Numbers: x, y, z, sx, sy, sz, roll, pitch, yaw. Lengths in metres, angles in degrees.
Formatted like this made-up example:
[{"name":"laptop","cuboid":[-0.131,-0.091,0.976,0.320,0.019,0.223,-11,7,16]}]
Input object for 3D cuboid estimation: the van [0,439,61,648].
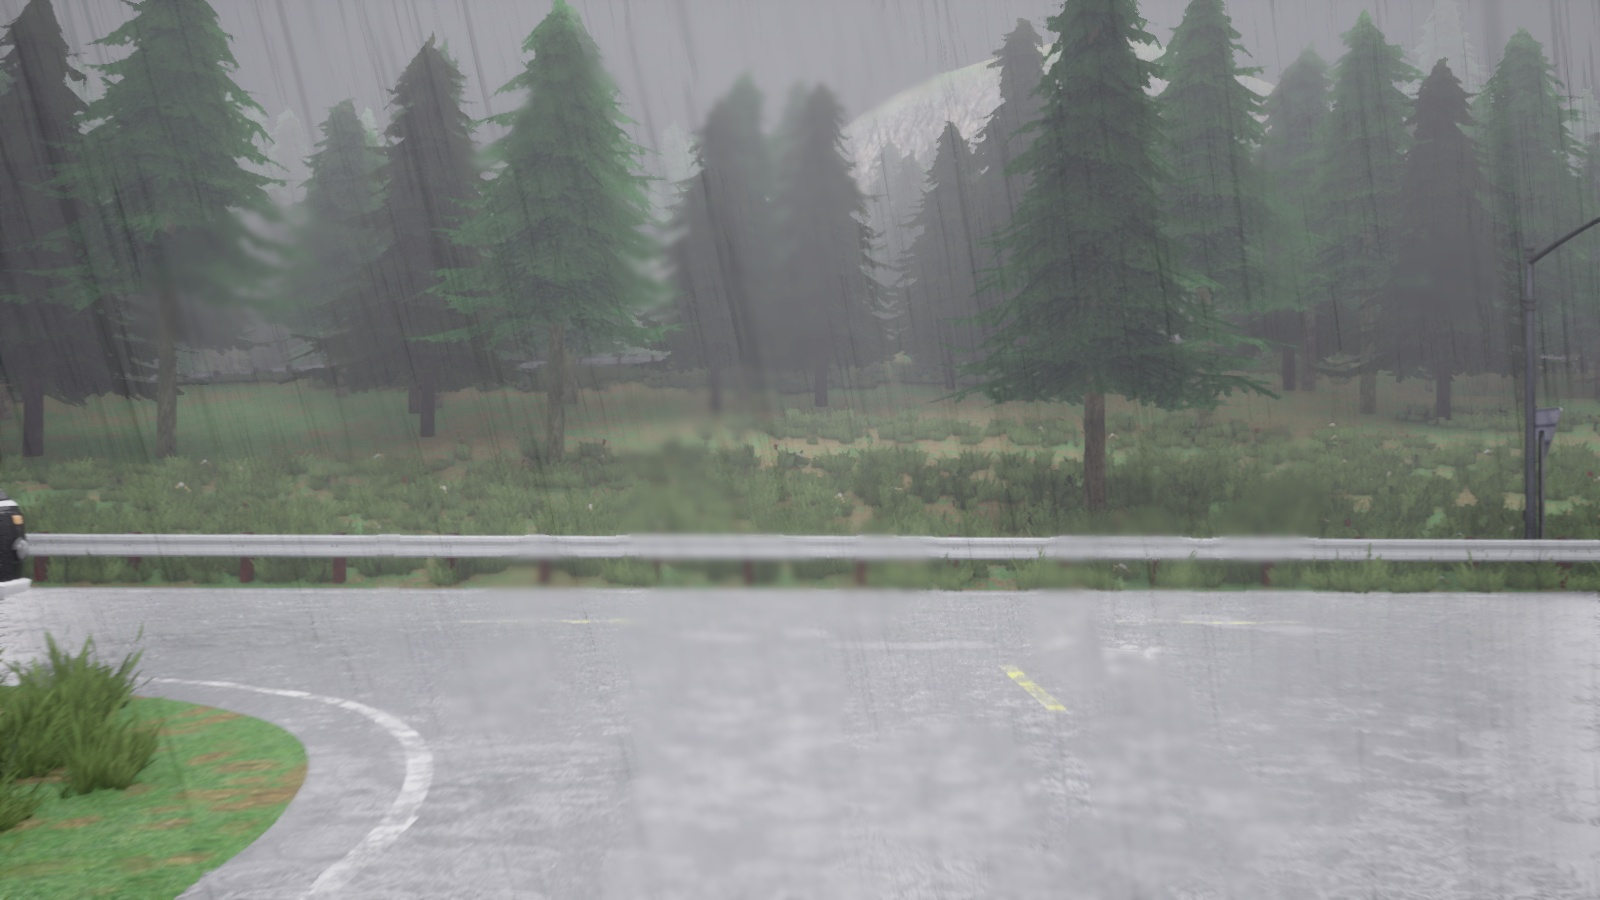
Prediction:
[{"name":"van","cuboid":[-10.065,0.923,12.250,4.480,2.038,2.069,0,-1,0]}]
